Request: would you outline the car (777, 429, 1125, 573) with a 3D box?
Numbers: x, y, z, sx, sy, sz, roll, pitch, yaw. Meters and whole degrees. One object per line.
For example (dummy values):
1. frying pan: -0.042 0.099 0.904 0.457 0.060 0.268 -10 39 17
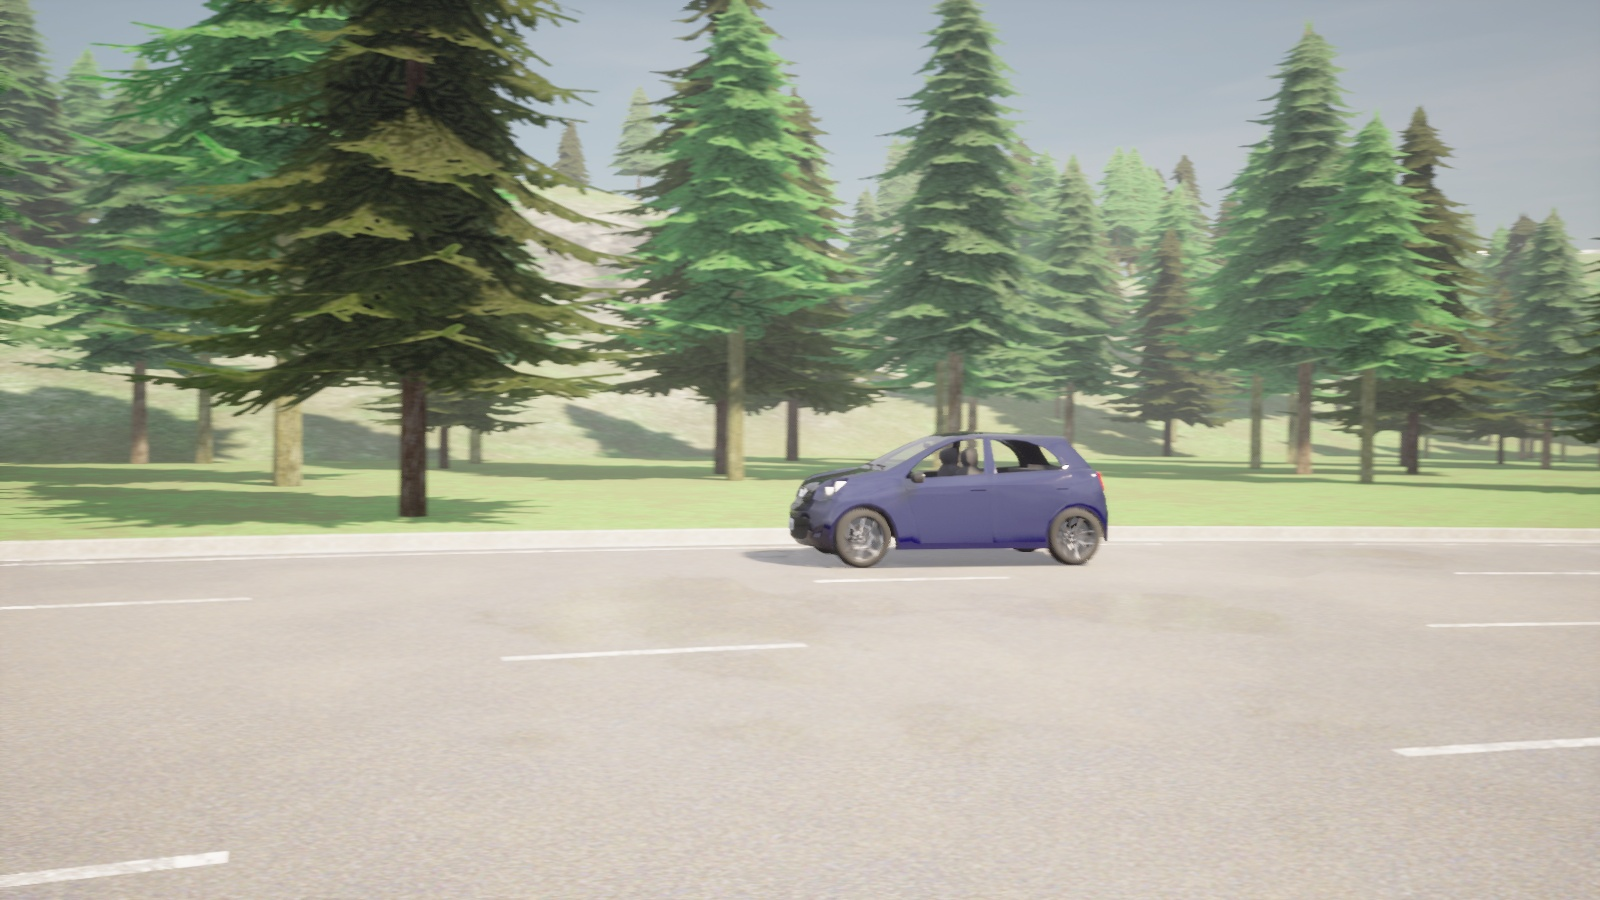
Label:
1. car: 1.705 0.528 14.720 3.633 1.501 1.845 -1 1 -12
